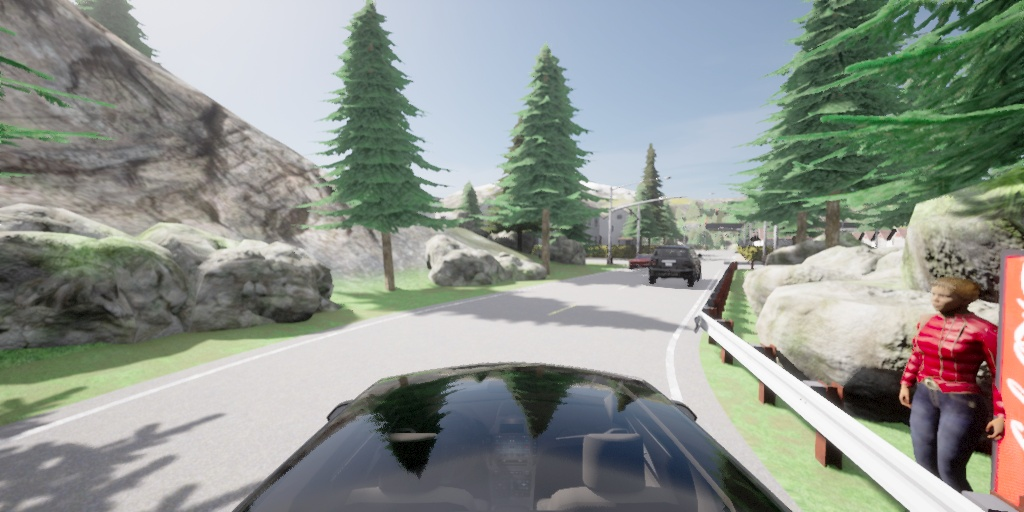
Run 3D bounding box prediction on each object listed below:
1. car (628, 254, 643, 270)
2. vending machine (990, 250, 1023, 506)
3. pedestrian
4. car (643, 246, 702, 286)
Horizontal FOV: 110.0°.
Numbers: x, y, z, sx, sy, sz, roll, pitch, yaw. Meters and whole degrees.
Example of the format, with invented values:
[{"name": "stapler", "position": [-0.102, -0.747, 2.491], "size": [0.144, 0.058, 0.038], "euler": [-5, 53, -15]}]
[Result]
[{"name": "car", "position": [11.197, 0.526, 30.007], "size": [1.895, 1.301, 4.718], "euler": [1, 2, 32]}, {"name": "vending machine", "position": [3.362, 0.965, 1.706], "size": [1.100, 2.100, 0.880], "euler": [0, 0, 6]}, {"name": "pedestrian", "position": [3.015, 1.036, 2.500], "size": [0.375, 1.860, 0.375], "euler": [1, 2, 9]}, {"name": "car", "position": [9.131, 0.452, 19.924], "size": [2.150, 2.045, 5.566], "euler": [1, 2, 32]}]
